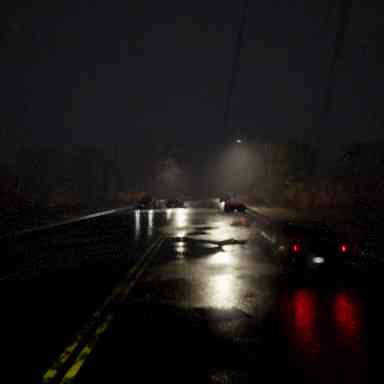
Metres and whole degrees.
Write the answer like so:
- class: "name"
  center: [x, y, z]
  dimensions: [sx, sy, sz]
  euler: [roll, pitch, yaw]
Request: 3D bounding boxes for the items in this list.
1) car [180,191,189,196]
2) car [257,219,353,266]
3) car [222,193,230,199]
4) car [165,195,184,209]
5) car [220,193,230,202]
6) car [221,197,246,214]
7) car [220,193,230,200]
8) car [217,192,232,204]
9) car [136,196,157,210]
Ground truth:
- class: "car"
  center: [-1.778, 0.511, 80.393]
  dimensions: [2.097, 1.767, 4.553]
  euler: [0, 0, 7]
- class: "car"
  center: [3.482, 1.548, 11.268]
  dimensions: [1.895, 1.301, 4.718]
  euler: [0, 0, 1]
- class: "car"
  center: [9.182, 1.031, 89.623]
  dimensions: [1.994, 1.385, 4.181]
  euler: [0, 0, 7]
- class: "car"
  center: [-2.052, 1.357, 40.797]
  dimensions: [1.994, 1.385, 4.181]
  euler: [0, 0, 4]
- class: "car"
  center: [6.688, 1.100, 67.918]
  dimensions: [1.882, 1.535, 5.008]
  euler: [0, 0, 6]
- class: "car"
  center: [4.245, 1.435, 33.562]
  dimensions: [1.895, 1.301, 4.718]
  euler: [0, 0, 3]
- class: "car"
  center: [7.851, 1.039, 78.781]
  dimensions: [2.128, 1.511, 4.902]
  euler: [0, 0, 7]
- class: "car"
  center: [5.694, 1.125, 57.039]
  dimensions: [2.033, 1.649, 4.856]
  euler: [0, 0, 5]
- class: "car"
  center: [-5.364, 1.304, 39.859]
  dimensions: [1.837, 1.490, 4.892]
  euler: [0, 0, 3]
